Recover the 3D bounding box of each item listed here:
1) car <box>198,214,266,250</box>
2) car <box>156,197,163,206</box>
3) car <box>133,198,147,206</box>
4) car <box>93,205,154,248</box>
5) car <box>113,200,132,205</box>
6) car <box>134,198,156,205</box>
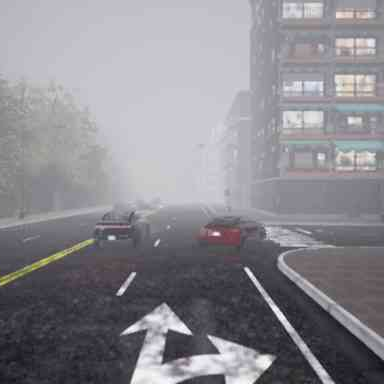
[{"bbox_3d":[1.940,1.718,15.296,1.994,1.385,4.181,0,-1,28],"label":"car"},{"bbox_3d":[-6.534,1.822,63.029,1.837,1.490,4.892,0,0,1],"label":"car"},{"bbox_3d":[-9.777,1.881,63.014,1.994,1.385,4.181,0,0,0],"label":"car"},{"bbox_3d":[-3.157,1.609,15.533,2.128,1.511,4.902,0,0,0],"label":"car"},{"bbox_3d":[-9.842,1.836,46.942,1.895,1.301,4.718,0,0,0],"label":"car"},{"bbox_3d":[-6.593,1.836,46.959,1.895,1.301,4.718,0,0,0],"label":"car"}]
